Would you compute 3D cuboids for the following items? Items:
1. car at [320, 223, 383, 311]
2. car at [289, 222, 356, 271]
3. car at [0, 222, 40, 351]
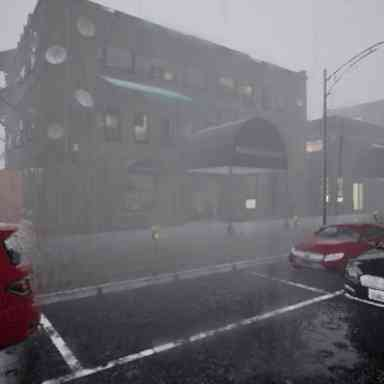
[{"bbox_3d":[5.174,1.500,7.066,4.902,1.511,2.128,0,0,-35],"label":"car"},{"bbox_3d":[4.703,1.592,9.903,4.206,1.307,1.802,0,0,-35],"label":"car"},{"bbox_3d":[-4.305,1.313,3.477,5.009,1.841,2.192,0,0,-35],"label":"car"}]
